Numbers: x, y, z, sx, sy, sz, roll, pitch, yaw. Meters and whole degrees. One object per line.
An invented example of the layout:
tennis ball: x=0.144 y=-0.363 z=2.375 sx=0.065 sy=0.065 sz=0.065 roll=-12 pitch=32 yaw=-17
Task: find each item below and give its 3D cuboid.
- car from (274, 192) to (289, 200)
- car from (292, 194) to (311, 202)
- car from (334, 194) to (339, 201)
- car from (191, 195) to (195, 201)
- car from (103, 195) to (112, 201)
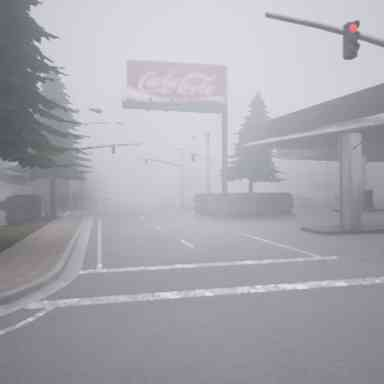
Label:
car: x=23.731 y=1.039 z=88.234 sx=1.932 sy=1.855 sz=4.605 roll=0 pitch=0 yaw=-16
car: x=22.573 y=1.267 z=68.691 sx=2.007 sy=1.523 sz=4.514 roll=0 pitch=0 yaw=-16
car: x=32.208 y=1.259 z=71.344 sx=1.845 sy=1.501 sz=3.633 roll=0 pitch=0 yaw=-16
car: x=1.004 y=1.320 z=73.789 sx=2.007 sy=1.523 sz=4.514 roll=0 pitch=0 yaw=-16
car: x=-19.499 y=1.381 z=76.922 sx=1.812 sy=1.442 sz=4.674 roll=0 pitch=0 yaw=-15
